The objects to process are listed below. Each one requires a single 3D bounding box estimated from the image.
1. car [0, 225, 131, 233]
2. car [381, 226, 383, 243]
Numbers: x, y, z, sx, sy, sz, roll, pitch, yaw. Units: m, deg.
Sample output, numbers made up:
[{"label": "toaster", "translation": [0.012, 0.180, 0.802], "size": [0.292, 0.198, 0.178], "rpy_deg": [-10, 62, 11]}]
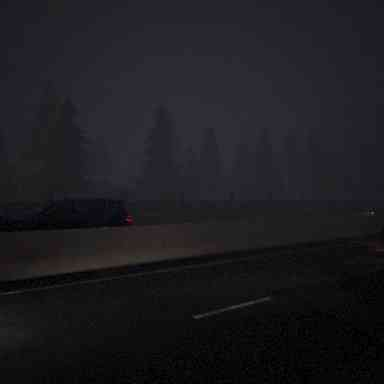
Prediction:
[{"label": "car", "translation": [-5.130, 1.258, 13.230], "size": [5.566, 2.045, 2.150], "rpy_deg": [1, 0, -35]}, {"label": "car", "translation": [10.769, 1.761, 15.724], "size": [4.181, 1.385, 1.994], "rpy_deg": [1, 0, -35]}]
